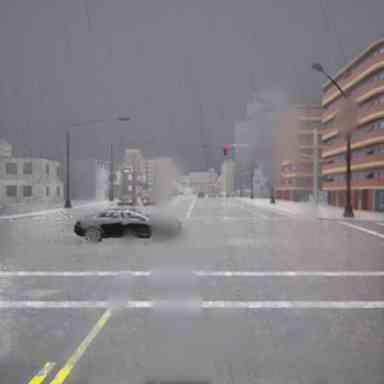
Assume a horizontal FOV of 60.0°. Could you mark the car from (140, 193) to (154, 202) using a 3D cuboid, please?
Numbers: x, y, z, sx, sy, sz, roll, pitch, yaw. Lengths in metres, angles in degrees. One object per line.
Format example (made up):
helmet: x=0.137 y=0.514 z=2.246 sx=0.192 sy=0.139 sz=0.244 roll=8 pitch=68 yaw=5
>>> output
car: x=-8.562 y=1.027 z=63.125 sx=1.837 sy=1.490 sz=4.892 roll=0 pitch=1 yaw=2

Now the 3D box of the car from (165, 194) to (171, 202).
car: x=-5.060 y=1.041 z=63.396 sx=1.812 sy=1.442 sz=4.674 roll=0 pitch=1 yaw=2

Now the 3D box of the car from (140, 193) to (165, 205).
car: x=-5.476 y=1.143 z=46.312 sx=2.097 sy=1.767 sz=4.553 roll=0 pitch=1 yaw=1

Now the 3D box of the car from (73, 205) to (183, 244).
car: x=-2.851 y=1.489 z=15.146 sx=4.902 sy=1.511 sz=2.128 roll=0 pitch=0 yaw=0

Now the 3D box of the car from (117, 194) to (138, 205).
car: x=-8.974 y=1.144 z=46.331 sx=2.097 sy=1.767 sz=4.553 roll=0 pitch=1 yaw=1
